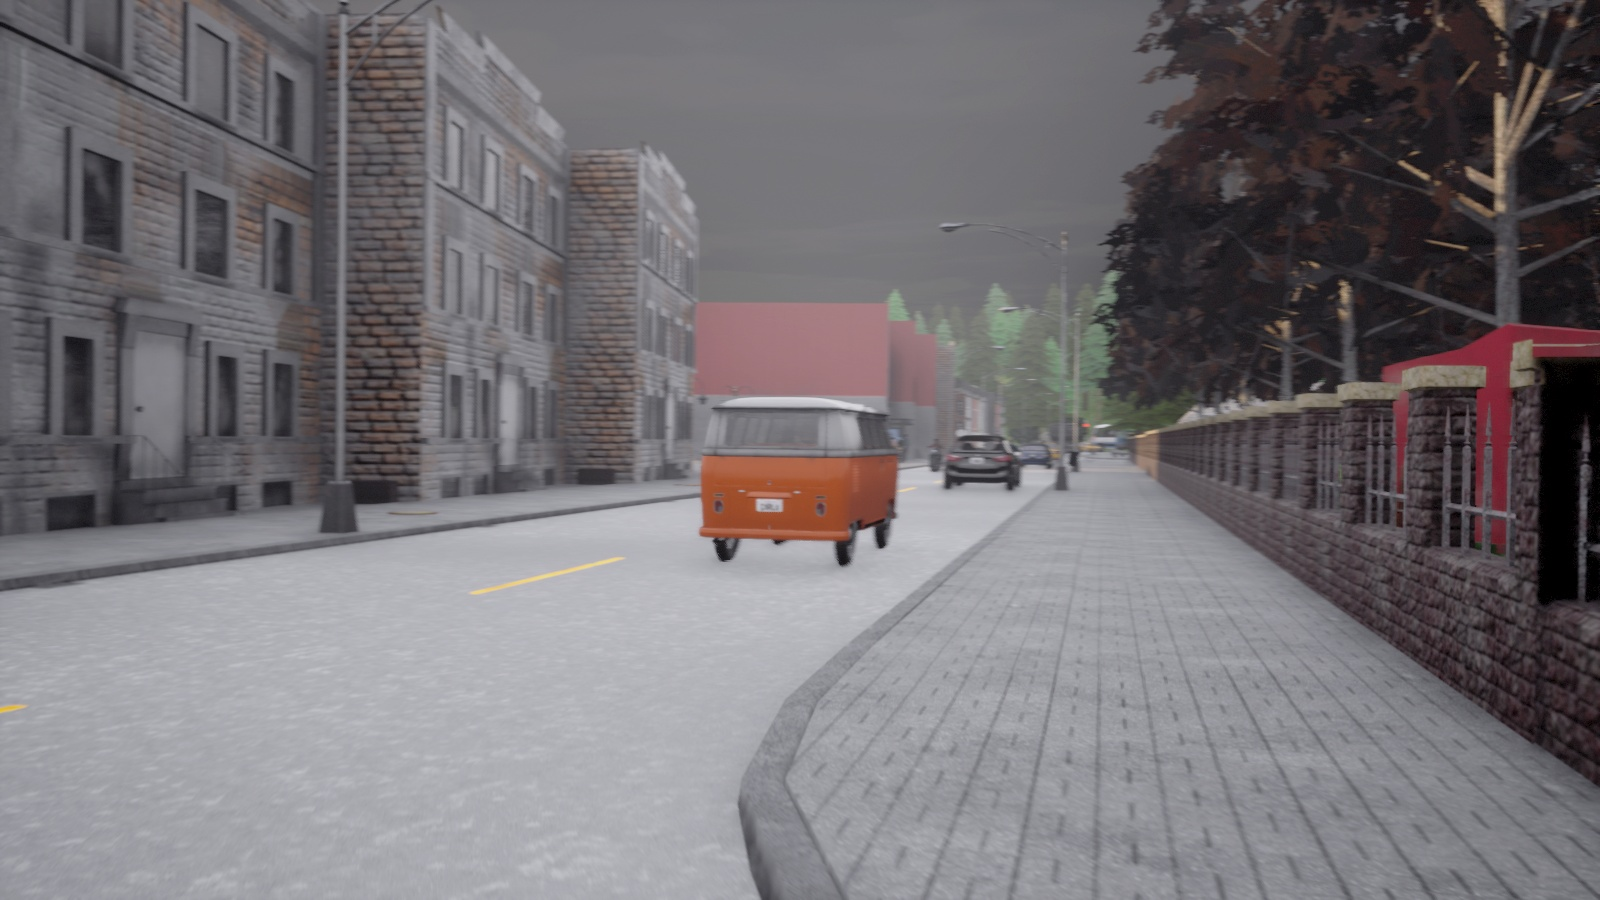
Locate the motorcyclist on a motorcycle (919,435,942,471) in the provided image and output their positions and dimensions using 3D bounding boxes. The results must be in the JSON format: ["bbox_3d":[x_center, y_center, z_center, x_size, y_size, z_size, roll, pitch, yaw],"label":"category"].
[{"bbox_3d":[6.165,0.124,59.353,0.766,1.649,2.350,0,1,13],"label":"motorcyclist on a motorcycle"}]

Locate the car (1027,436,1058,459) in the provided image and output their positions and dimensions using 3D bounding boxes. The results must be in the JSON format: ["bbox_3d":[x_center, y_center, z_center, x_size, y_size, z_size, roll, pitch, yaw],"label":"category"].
[{"bbox_3d":[16.910,-0.194,87.500,1.801,1.575,5.366,0,1,14],"label":"car"}]

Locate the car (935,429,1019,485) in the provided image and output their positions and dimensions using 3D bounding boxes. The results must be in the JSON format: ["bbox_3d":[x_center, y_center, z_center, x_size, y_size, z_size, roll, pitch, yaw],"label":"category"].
[{"bbox_3d":[5.720,0.192,40.012,2.242,1.667,4.611,0,1,13],"label":"car"}]

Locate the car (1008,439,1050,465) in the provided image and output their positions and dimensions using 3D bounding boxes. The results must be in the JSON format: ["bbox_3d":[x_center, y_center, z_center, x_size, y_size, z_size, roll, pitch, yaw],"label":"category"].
[{"bbox_3d":[12.883,0.087,70.389,2.033,1.411,5.357,0,1,13],"label":"car"}]

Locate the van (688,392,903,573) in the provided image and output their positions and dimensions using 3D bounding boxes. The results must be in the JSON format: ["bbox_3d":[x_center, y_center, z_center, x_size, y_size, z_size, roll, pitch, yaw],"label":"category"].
[{"bbox_3d":[0.110,0.342,16.135,1.775,1.987,4.442,0,1,13],"label":"van"}]
